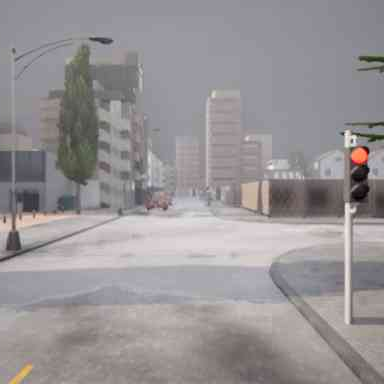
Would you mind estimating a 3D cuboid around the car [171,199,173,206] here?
[{"bbox_3d":[-3.985,1.376,50.604,1.837,1.490,4.892,0,0,0],"label":"car"}]

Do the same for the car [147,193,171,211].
[{"bbox_3d":[-4.019,1.120,39.574,2.150,2.045,5.566,0,0,0],"label":"car"}]
